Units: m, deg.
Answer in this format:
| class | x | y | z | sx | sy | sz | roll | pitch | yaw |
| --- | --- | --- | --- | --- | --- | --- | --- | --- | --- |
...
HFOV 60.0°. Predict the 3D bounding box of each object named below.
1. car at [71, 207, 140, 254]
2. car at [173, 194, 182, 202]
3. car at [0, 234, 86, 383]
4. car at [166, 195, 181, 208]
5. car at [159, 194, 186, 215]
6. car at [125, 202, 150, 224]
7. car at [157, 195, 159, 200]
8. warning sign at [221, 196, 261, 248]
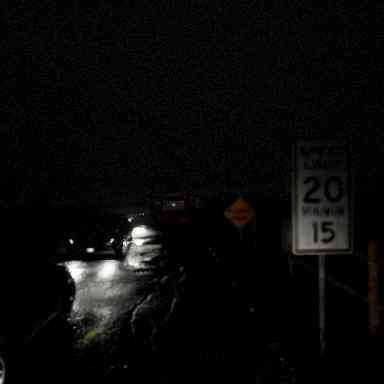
| class | x | y | z | sx | sy | sz | roll | pitch | yaw |
| --- | --- | --- | --- | --- | --- | --- | --- | --- | --- |
| car | -3.579 | 1.580 | 13.908 | 2.033 | 1.411 | 5.357 | -1 | 0 | -3 |
| car | -3.423 | 1.397 | 78.335 | 2.097 | 1.767 | 4.553 | -1 | 0 | -3 |
| car | -3.044 | 1.597 | 4.481 | 1.994 | 1.385 | 4.181 | -1 | 0 | -3 |
| car | -2.614 | 1.365 | 47.926 | 2.097 | 1.767 | 4.553 | -1 | 0 | -3 |
| car | -1.798 | 1.225 | 33.519 | 2.150 | 2.045 | 5.566 | -1 | 0 | -2 |
| car | -4.189 | 1.526 | 24.842 | 2.128 | 1.511 | 4.902 | -1 | 0 | -3 |
| car | -7.130 | 1.300 | 78.125 | 1.882 | 1.535 | 5.008 | -1 | 0 | -3 |
| warning sign | 1.814 | 1.083 | 12.537 | 1.300 | 1.860 | 1.060 | 0 | 1 | -3 |
